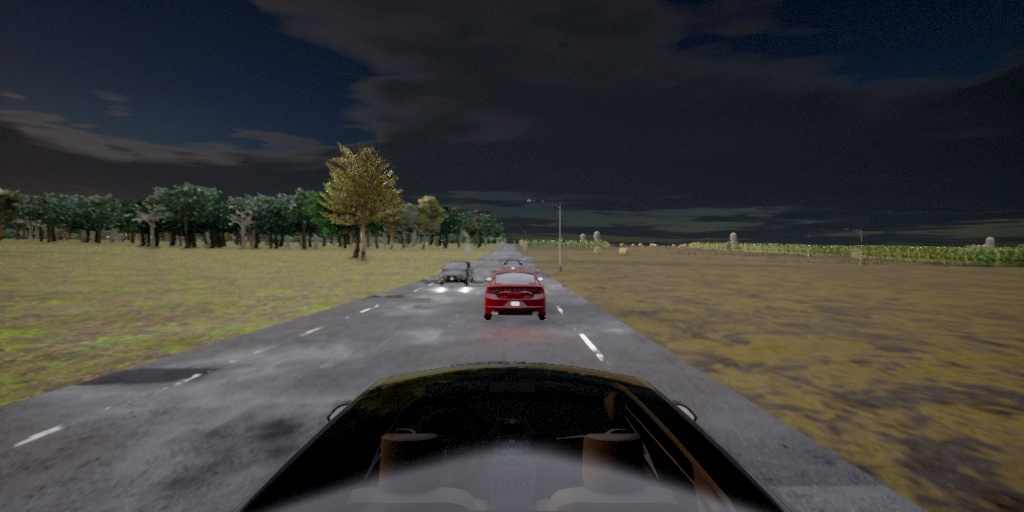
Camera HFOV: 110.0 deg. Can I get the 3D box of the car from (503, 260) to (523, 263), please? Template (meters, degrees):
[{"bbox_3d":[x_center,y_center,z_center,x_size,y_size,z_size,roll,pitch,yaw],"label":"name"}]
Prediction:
[{"bbox_3d":[0.086,1.021,33.492,1.994,1.385,4.181,0,1,0],"label":"car"}]

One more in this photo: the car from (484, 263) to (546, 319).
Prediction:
[{"bbox_3d":[0.095,1.182,12.668,1.882,1.535,5.008,0,0,0],"label":"car"}]

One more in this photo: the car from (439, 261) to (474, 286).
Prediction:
[{"bbox_3d":[-3.608,1.090,23.941,1.837,1.490,4.892,0,1,0],"label":"car"}]
